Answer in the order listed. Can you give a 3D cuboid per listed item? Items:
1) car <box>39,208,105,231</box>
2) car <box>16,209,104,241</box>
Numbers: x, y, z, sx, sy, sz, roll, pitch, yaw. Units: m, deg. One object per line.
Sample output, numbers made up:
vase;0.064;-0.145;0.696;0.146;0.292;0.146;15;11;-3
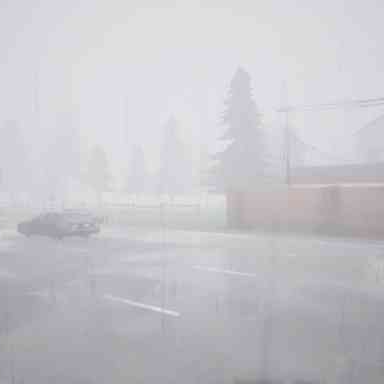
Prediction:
car;-8.293;1.815;22.801;4.718;1.301;1.895;-1;0;35
car;-7.194;1.720;17.720;5.357;1.411;2.033;-1;0;35
